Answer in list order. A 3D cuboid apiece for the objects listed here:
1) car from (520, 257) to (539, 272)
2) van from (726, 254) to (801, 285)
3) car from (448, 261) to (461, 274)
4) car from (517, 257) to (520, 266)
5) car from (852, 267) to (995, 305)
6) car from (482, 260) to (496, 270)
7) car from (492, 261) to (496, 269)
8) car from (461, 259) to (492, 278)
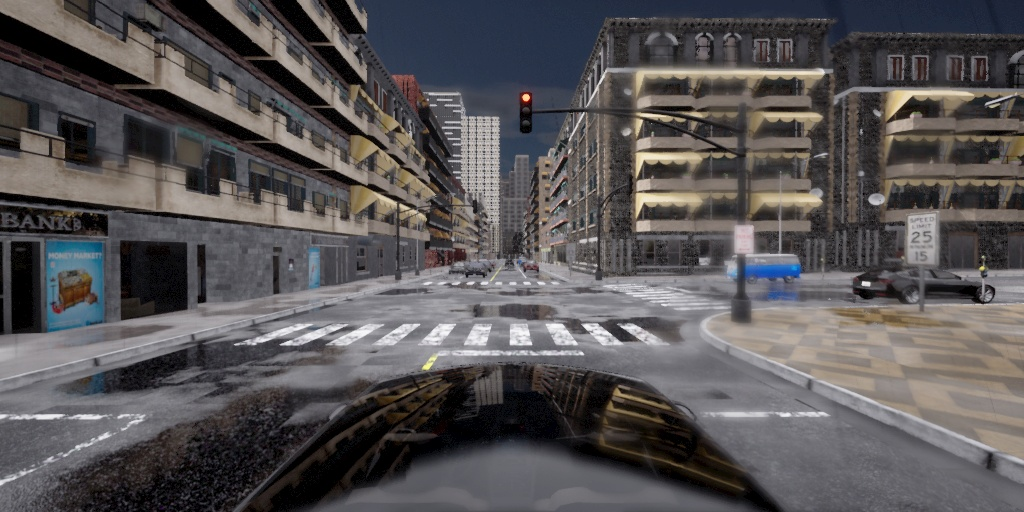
[{"bbox_3d":[2.367,1.194,45.507,1.967,1.591,4.097,0,0,0],"label":"car"},{"bbox_3d":[15.507,0.780,22.198,3.998,1.789,1.690,0,0,-1],"label":"van"},{"bbox_3d":[-5.971,1.302,39.923,2.007,1.370,4.403,0,0,0],"label":"car"},{"bbox_3d":[2.245,1.314,62.090,2.007,1.370,4.403,0,0,0],"label":"car"},{"bbox_3d":[15.687,1.076,13.820,4.313,1.339,1.948,0,0,-1],"label":"car"},{"bbox_3d":[-3.481,1.360,54.716,1.895,1.301,4.718,0,0,0],"label":"car"},{"bbox_3d":[-3.413,1.301,44.606,2.033,1.411,5.357,0,0,0],"label":"car"},{"bbox_3d":[-3.337,1.297,34.522,2.033,1.411,5.357,0,0,0],"label":"car"}]
